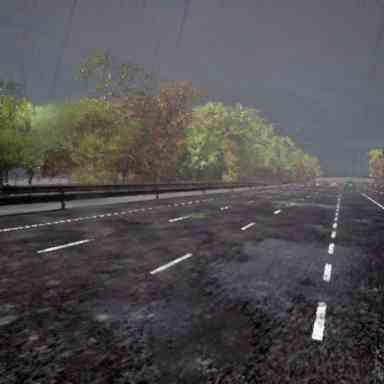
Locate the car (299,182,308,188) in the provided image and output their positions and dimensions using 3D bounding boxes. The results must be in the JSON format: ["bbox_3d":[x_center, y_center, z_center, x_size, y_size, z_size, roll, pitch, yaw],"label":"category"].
[{"bbox_3d":[27.824,-1.800,83.099,2.128,1.511,4.902,4,3,24],"label":"car"}]

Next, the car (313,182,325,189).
[{"bbox_3d":[31.174,-1.780,82.003,2.097,1.767,4.553,4,3,24],"label":"car"}]

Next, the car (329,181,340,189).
[{"bbox_3d":[34.374,-1.341,80.632,1.895,1.301,4.718,4,3,24],"label":"car"}]

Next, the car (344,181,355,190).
[{"bbox_3d":[37.401,-1.497,78.795,2.150,2.045,5.566,4,3,24],"label":"car"}]
